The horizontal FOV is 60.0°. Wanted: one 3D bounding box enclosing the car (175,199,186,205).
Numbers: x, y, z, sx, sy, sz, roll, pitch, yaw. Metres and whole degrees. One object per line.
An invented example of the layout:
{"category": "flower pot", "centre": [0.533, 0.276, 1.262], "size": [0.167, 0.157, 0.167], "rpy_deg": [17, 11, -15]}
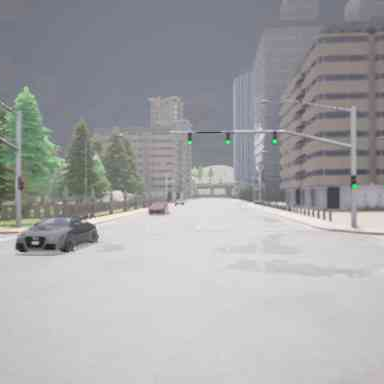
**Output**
{"category": "car", "centre": [-2.190, 1.958, 63.241], "size": [1.882, 1.535, 5.008], "rpy_deg": [0, -1, 4]}

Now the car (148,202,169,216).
{"category": "car", "centre": [-3.833, 1.903, 38.765], "size": [1.882, 1.535, 5.008], "rpy_deg": [0, 0, 4]}

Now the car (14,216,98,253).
{"category": "car", "centre": [-5.648, 1.733, 14.385], "size": [1.994, 1.385, 4.181], "rpy_deg": [0, -1, 6]}
